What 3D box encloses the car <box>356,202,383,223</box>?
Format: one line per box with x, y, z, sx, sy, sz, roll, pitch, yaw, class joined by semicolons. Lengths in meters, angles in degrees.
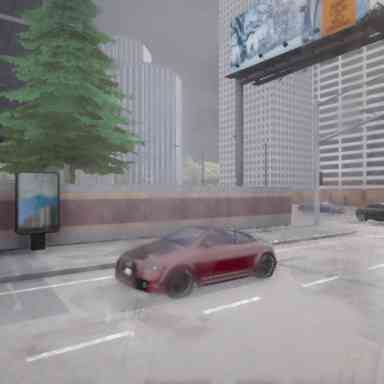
13.780;1.500;23.362;1.837;1.490;4.892;1;-1;-15;car

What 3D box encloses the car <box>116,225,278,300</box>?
0.225;1.563;8.460;4.181;1.385;1.994;0;0;-36;car

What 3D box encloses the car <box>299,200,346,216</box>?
12.861;1.519;33.071;1.812;1.442;4.674;0;0;-35;car

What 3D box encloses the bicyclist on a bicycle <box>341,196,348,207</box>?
21.243;1.291;46.301;1.656;1.620;0.582;0;0;-35;bicyclist on a bicycle
